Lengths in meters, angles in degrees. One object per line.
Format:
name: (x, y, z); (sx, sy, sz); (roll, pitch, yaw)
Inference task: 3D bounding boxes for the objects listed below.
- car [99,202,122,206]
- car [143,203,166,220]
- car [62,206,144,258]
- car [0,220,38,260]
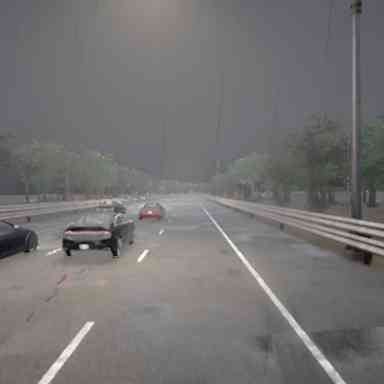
car: (-6.909, 1.570, 28.563); (2.128, 1.511, 4.902); (0, 0, 0)
car: (-3.410, 1.644, 29.111); (1.994, 1.385, 4.181); (0, 0, 0)
car: (-3.405, 1.524, 12.948); (2.128, 1.511, 4.902); (0, 0, 0)
car: (-6.906, 1.592, 11.113); (1.994, 1.385, 4.181); (0, 0, 0)
